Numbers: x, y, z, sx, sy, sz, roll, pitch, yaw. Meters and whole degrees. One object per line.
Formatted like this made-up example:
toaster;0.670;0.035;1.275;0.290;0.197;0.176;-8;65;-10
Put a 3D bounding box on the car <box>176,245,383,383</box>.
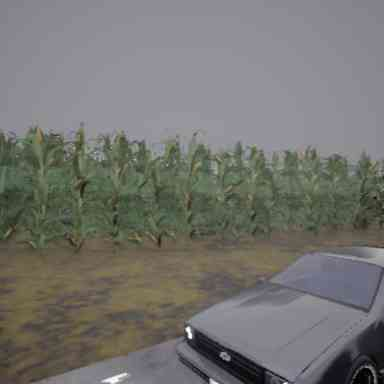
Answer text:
car;2.433;1.546;4.807;5.357;1.411;2.033;0;0;-36
